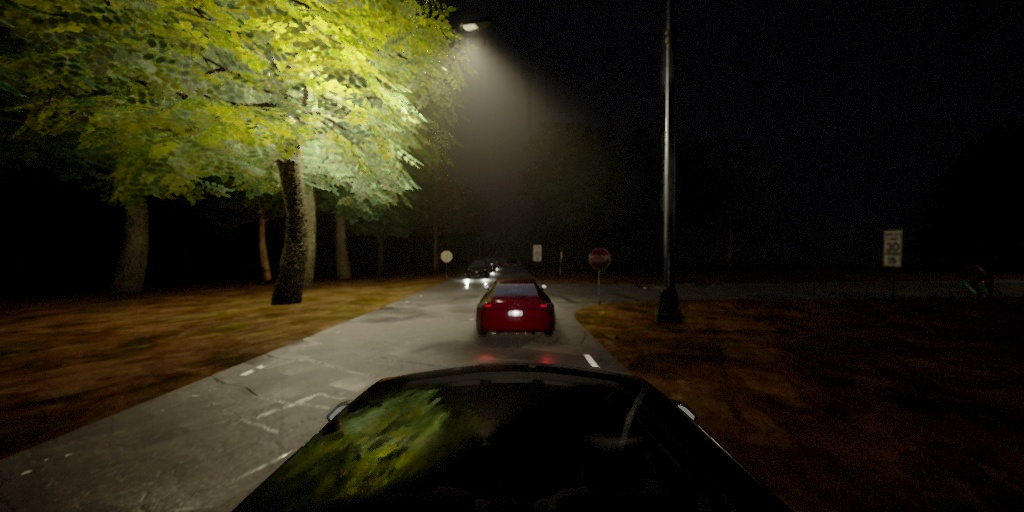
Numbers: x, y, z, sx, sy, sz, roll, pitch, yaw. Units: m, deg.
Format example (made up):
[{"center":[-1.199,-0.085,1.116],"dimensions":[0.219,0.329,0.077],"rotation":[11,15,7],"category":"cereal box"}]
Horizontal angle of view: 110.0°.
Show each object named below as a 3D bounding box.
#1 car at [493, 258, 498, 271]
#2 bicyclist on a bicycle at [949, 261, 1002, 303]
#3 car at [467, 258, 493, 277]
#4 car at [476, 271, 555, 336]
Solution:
[{"center":[-3.093,0.992,43.510],"dimensions":[2.097,1.767,4.553],"rotation":[0,0,0],"category":"car"},{"center":[18.545,1.039,14.400],"dimensions":[0.582,1.620,1.656],"rotation":[-1,0,0],"category":"bicyclist on a bicycle"},{"center":[-3.095,1.151,33.711],"dimensions":[1.882,1.535,5.008],"rotation":[0,0,0],"category":"car"},{"center":[0.096,1.303,10.346],"dimensions":[1.994,1.385,4.181],"rotation":[0,0,0],"category":"car"}]
